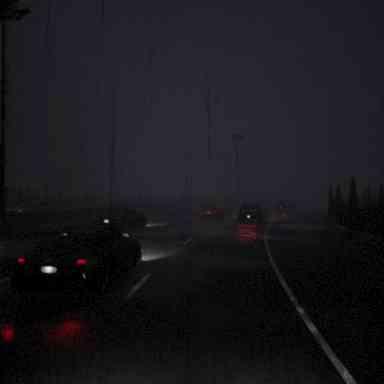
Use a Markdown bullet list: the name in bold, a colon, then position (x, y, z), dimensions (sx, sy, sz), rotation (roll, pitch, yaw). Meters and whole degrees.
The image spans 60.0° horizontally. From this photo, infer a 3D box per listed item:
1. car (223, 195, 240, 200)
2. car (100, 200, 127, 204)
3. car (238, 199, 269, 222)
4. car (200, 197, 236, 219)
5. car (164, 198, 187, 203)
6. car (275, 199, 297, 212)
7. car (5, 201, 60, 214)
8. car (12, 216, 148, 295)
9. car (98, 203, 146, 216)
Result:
- **car**: position (7.350, 1.515, 65.692), dimensions (2.150, 2.045, 5.566), rotation (0, -1, 41)
- **car**: position (-10.348, 1.699, 44.999), dimensions (1.895, 1.301, 4.718), rotation (0, 0, 26)
- **car**: position (4.899, 1.540, 26.524), dimensions (1.837, 1.490, 4.892), rotation (0, 0, 19)
- **car**: position (2.211, 1.518, 29.422), dimensions (1.882, 1.535, 5.008), rotation (0, 0, 20)
- **car**: position (-2.120, 1.585, 45.685), dimensions (1.882, 1.535, 5.008), rotation (0, -1, 29)
- **car**: position (11.531, 1.616, 41.067), dimensions (1.812, 1.442, 4.674), rotation (0, 0, 29)
- **car**: position (-13.237, 1.496, 27.803), dimensions (1.882, 1.535, 5.008), rotation (0, 0, 17)
- **car**: position (-2.716, 1.558, 8.774), dimensions (1.994, 1.385, 4.181), rotation (0, 0, 6)
- **car**: position (-4.223, 1.573, 20.171), dimensions (1.994, 1.385, 4.181), rotation (0, 0, 13)
